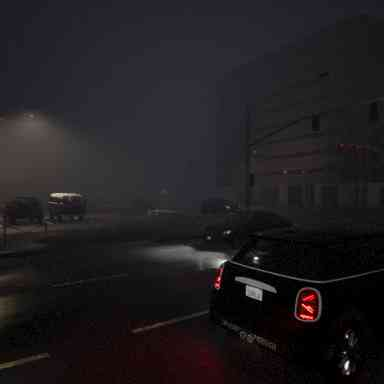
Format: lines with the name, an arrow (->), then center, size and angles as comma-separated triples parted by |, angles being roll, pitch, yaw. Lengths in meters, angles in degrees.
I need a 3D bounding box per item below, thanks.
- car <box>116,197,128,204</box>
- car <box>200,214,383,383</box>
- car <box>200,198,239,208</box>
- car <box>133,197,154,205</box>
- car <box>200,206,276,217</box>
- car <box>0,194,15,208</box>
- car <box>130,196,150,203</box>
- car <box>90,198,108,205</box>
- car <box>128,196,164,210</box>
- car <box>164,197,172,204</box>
car -> -14.023, 1.619, 67.943 | 1.994, 1.385, 4.181 | 0, 0, -35
car -> 2.554, 1.352, 5.625 | 4.553, 1.767, 2.097 | 0, 0, -35
car -> 2.755, 1.407, 31.905 | 2.097, 1.767, 4.553 | 0, 0, -35
car -> -8.966, 1.581, 60.823 | 1.812, 1.442, 4.674 | 0, 0, -36
car -> 2.513, 1.525, 14.494 | 4.674, 1.442, 1.812 | 0, 0, -38
car -> -31.779, 1.209, 56.421 | 1.932, 1.855, 4.605 | 0, 0, -35
car -> -10.986, 1.601, 69.677 | 2.033, 1.411, 5.357 | 0, 0, -35
car -> -16.614, 1.677, 59.334 | 1.895, 1.301, 4.718 | 0, 0, -35
car -> -6.254, 1.547, 44.592 | 2.128, 1.511, 4.902 | 0, 0, -35
car -> -5.472, 1.581, 61.948 | 1.812, 1.442, 4.674 | 0, 0, -35
